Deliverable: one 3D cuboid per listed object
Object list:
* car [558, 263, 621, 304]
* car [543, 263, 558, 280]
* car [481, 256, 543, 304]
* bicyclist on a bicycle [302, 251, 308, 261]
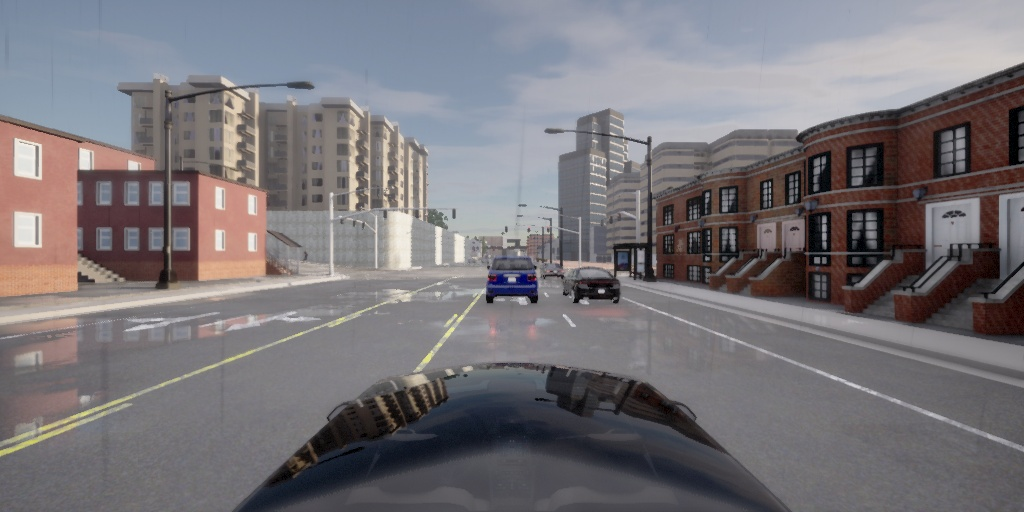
[{"bbox_3d":[3.500,1.234,16.500,1.882,1.535,5.008,0,0,0],"label":"car"},{"bbox_3d":[3.500,1.312,31.500,2.033,1.411,5.357,0,0,0],"label":"car"},{"bbox_3d":[0.000,1.007,16.530,2.150,2.045,5.566,0,0,0],"label":"car"},{"bbox_3d":[-30.736,0.027,53.355,0.582,1.620,1.656,6,0,0],"label":"bicyclist on a bicycle"}]
